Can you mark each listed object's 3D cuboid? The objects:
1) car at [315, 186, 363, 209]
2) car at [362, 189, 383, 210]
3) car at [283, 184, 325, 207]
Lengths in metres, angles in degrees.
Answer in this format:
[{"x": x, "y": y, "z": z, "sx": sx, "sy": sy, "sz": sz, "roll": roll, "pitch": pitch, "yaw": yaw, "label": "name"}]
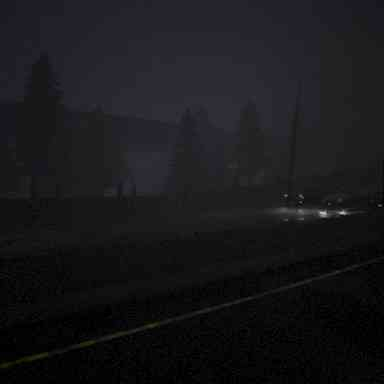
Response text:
[{"x": 11.791, "y": 0.364, "z": 25.337, "sx": 4.674, "sy": 1.442, "sz": 1.812, "roll": -7, "pitch": 4, "yaw": -35, "label": "car"}, {"x": 13.821, "y": 0.364, "z": 22.486, "sx": 4.674, "sy": 1.442, "sz": 1.812, "roll": -7, "pitch": 4, "yaw": -35, "label": "car"}, {"x": 9.787, "y": 0.186, "z": 28.206, "sx": 4.553, "sy": 1.767, "sz": 2.097, "roll": -7, "pitch": 4, "yaw": -35, "label": "car"}]
